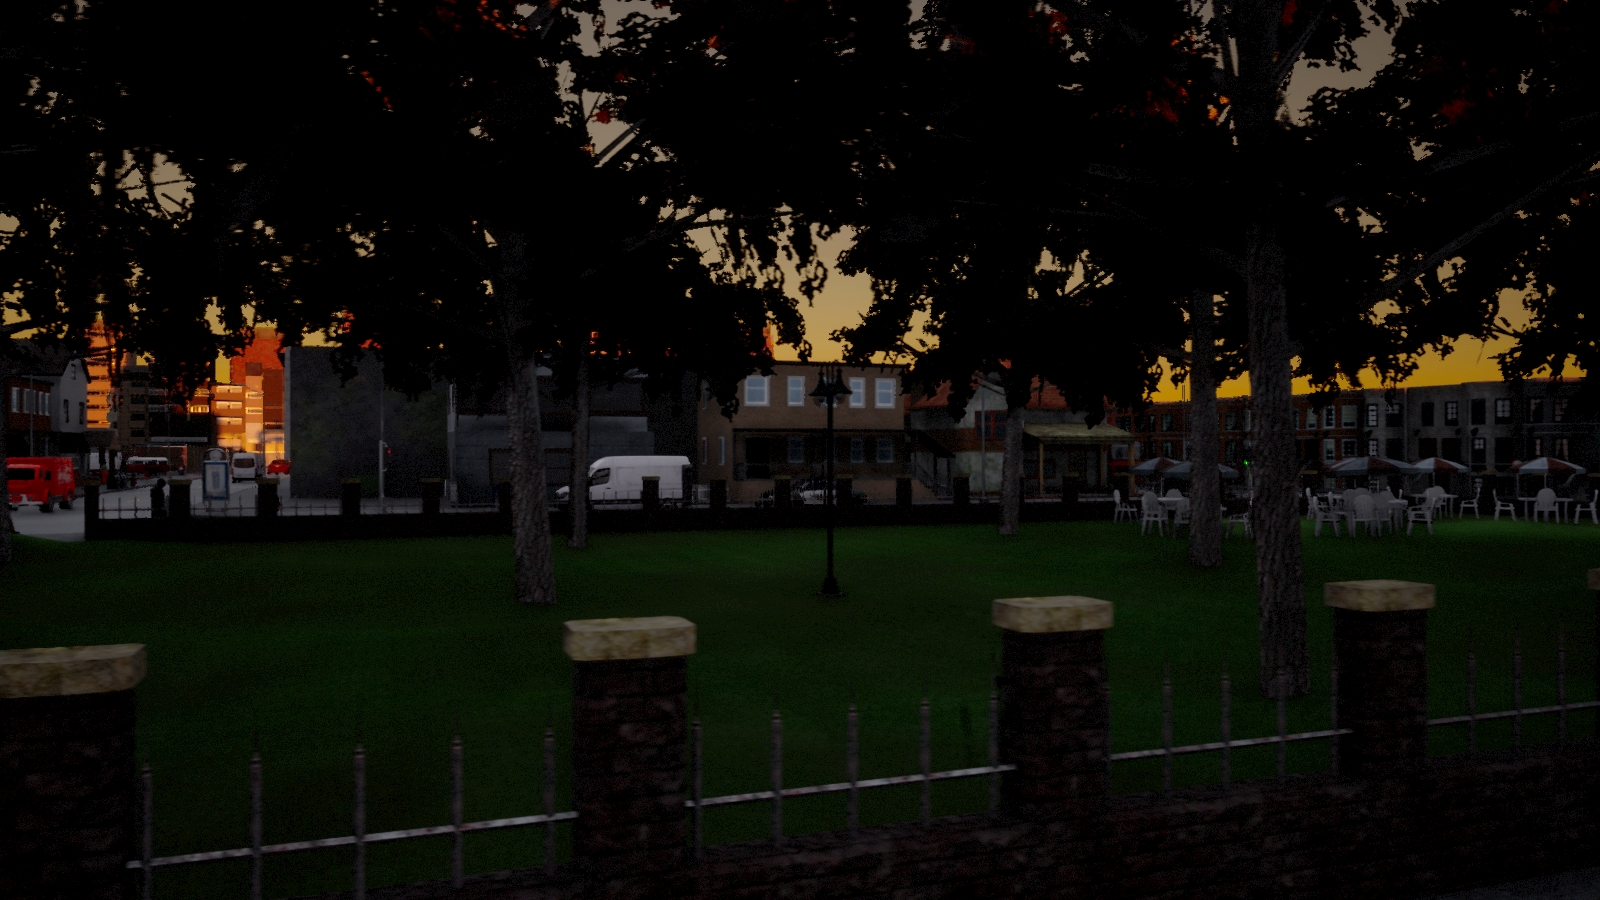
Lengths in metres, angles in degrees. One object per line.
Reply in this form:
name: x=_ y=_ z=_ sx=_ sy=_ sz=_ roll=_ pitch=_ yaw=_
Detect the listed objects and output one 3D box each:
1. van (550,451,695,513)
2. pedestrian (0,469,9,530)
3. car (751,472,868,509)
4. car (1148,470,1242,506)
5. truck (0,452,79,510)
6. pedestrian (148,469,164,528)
van: x=-7.658 y=1.315 z=49.234 sx=5.915 sy=2.561 sz=1.988 roll=0 pitch=0 yaw=-20
pedestrian: x=-24.528 y=1.525 z=35.002 sx=0.375 sy=1.860 sz=0.375 roll=0 pitch=0 yaw=-19
car: x=0.428 y=1.818 z=52.308 sx=4.974 sy=1.542 sz=2.038 roll=0 pitch=0 yaw=-21
car: x=18.914 y=1.780 z=54.692 sx=3.988 sy=1.617 sz=1.851 roll=0 pitch=0 yaw=-20
truck: x=-34.821 y=1.346 z=51.789 sx=2.627 sy=2.467 sz=5.204 roll=0 pitch=0 yaw=-20
pedestrian: x=-20.396 y=1.525 z=36.184 sx=0.375 sy=1.860 sz=0.375 roll=0 pitch=0 yaw=-15
